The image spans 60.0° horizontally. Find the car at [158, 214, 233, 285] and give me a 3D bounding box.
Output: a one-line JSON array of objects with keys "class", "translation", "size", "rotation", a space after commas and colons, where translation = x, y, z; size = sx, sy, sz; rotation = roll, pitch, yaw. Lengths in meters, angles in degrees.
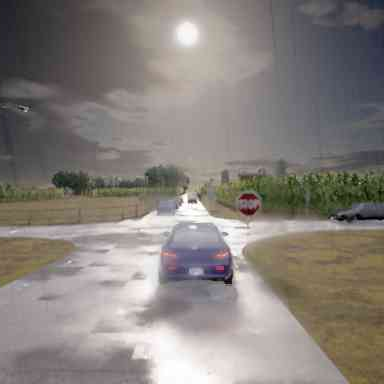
[{"class": "car", "translation": [0.099, 1.603, 9.613], "size": [1.812, 1.442, 4.674], "rotation": [0, 0, 0]}]

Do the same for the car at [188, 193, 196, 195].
[{"class": "car", "translation": [0.028, 1.316, 79.024], "size": [2.150, 2.045, 5.566], "rotation": [0, 0, 0]}]

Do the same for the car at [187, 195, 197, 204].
[{"class": "car", "translation": [0.126, 1.739, 68.856], "size": [1.895, 1.301, 4.718], "rotation": [0, 0, 0]}]

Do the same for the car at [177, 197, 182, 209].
[{"class": "car", "translation": [-2.828, 1.780, 46.477], "size": [1.895, 1.301, 4.718], "rotation": [0, 0, 0]}]

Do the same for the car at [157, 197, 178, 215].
[{"class": "car", "translation": [-2.789, 1.652, 36.483], "size": [1.882, 1.535, 5.008], "rotation": [0, 0, -2]}]

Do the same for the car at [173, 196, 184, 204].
[{"class": "car", "translation": [-2.810, 1.524, 56.400], "size": [2.097, 1.767, 4.553], "rotation": [0, 0, 0]}]

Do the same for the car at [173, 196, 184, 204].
[{"class": "car", "translation": [-2.726, 1.653, 69.738], "size": [2.128, 1.511, 4.902], "rotation": [0, 0, 0]}]

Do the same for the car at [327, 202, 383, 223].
[{"class": "car", "translation": [12.640, 1.448, 23.848], "size": [5.357, 1.411, 2.033], "rotation": [-1, 0, -2]}]
